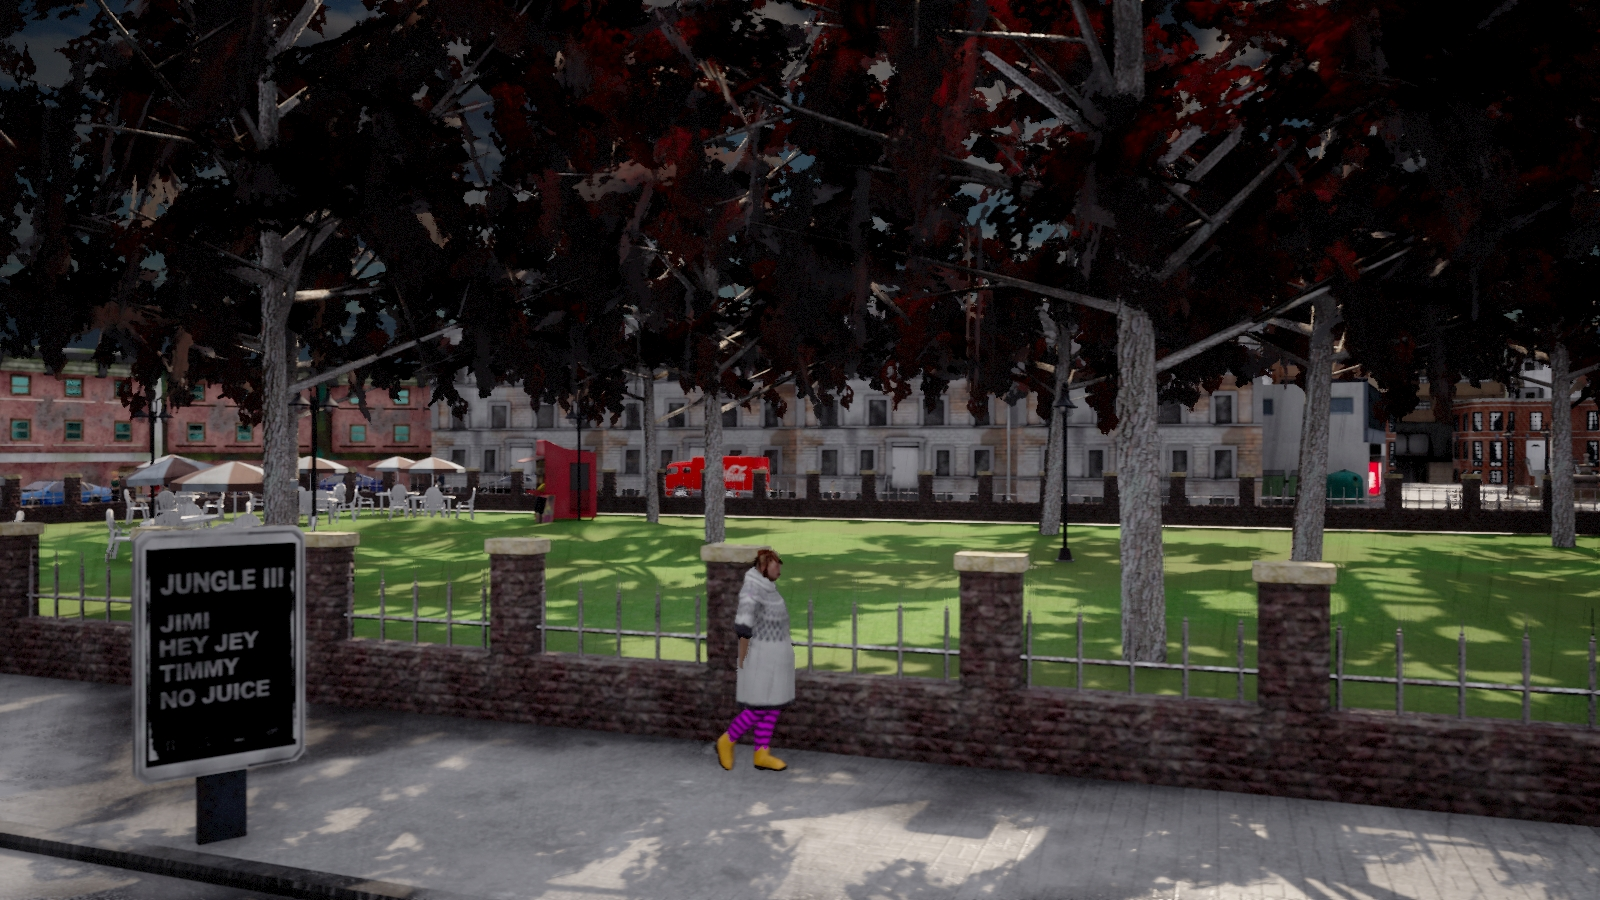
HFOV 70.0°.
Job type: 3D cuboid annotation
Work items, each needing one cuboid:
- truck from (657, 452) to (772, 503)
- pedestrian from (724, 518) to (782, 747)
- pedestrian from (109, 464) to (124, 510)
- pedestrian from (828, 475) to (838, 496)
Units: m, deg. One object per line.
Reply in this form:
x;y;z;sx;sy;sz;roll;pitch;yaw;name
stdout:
-4.314;1.334;57.810;5.204;2.467;2.627;0;0;20;truck
-0.396;1.520;9.662;0.375;1.860;0.375;0;0;21;pedestrian
-27.574;1.500;46.108;0.375;1.860;0.375;0;0;10;pedestrian
1.757;1.893;60.909;0.500;1.100;0.500;0;0;1;pedestrian
